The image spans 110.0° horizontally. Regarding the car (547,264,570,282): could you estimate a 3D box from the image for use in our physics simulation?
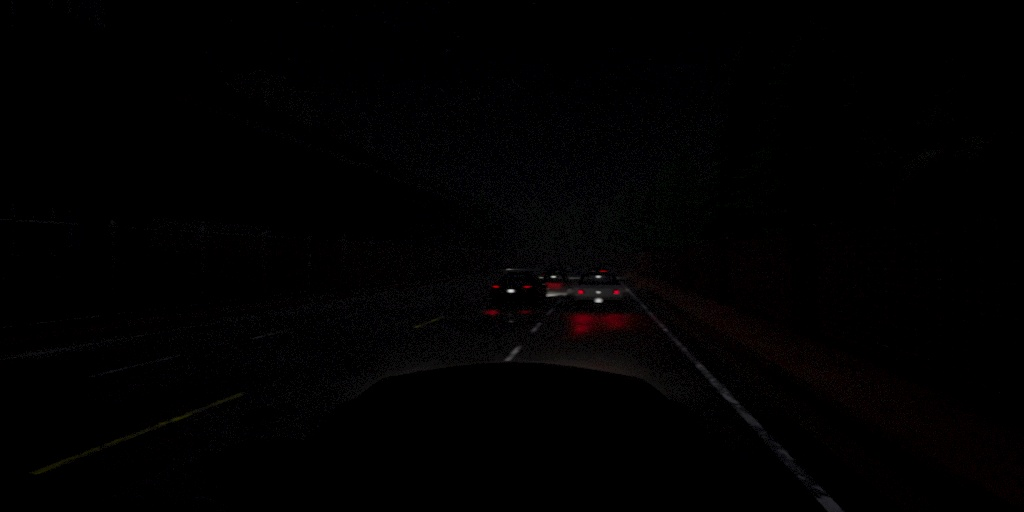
[{"bbox_3d":[3.914,1.421,31.308,1.837,1.490,4.892,-1,0,14],"label":"car"}]

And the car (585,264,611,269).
[{"bbox_3d":[7.319,1.370,30.499,1.837,1.490,4.892,-1,0,14],"label":"car"}]

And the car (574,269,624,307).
[{"bbox_3d":[3.787,1.403,15.720,1.895,1.301,4.718,-1,0,14],"label":"car"}]

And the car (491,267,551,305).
[{"bbox_3d":[0.431,1.418,16.723,1.994,1.385,4.181,-1,0,14],"label":"car"}]
